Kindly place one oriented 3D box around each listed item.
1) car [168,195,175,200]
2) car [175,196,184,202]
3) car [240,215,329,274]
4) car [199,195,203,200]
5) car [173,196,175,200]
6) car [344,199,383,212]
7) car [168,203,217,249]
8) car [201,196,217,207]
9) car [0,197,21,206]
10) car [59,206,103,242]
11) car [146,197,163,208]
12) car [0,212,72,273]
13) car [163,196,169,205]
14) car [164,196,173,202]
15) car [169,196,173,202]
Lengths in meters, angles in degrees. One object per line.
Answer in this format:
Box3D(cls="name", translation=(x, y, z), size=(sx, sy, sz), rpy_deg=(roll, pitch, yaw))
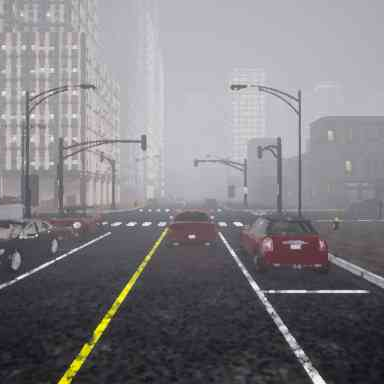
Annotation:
Box3D(cls="car", translation=(-5.690, 1.647, 92.891), size=(1.802, 1.307, 4.206), rpy_deg=(0, 0, 0))
Box3D(cls="car", translation=(-3.000, 1.634, 79.310), size=(1.895, 1.301, 4.718), rpy_deg=(0, 0, 0))
Box3D(cls="car", translation=(2.692, 1.440, 10.559), size=(1.967, 1.590, 4.097), rpy_deg=(0, 0, 0))
Box3D(cls="car", translation=(2.691, 1.607, 59.647), size=(1.802, 1.307, 4.206), rpy_deg=(0, 0, 0))
Box3D(cls="car", translation=(-5.690, 1.607, 76.269), size=(1.947, 1.339, 4.313), rpy_deg=(0, 0, 0))
Box3D(cls="car", translation=(18.944, 1.457, 36.502), size=(4.206, 1.307, 1.802), rpy_deg=(0, 0, -1))
Box3D(cls="car", translation=(0.000, 1.486, 14.650), size=(1.882, 1.535, 5.008), rpy_deg=(0, 0, 0))
Box3D(cls="car", translation=(2.692, 1.561, 48.565), size=(1.887, 1.381, 4.507), rpy_deg=(0, 0, 0))
Box3D(cls="car", translation=(-21.128, 1.458, 35.896), size=(5.009, 1.841, 2.192), rpy_deg=(0, 0, -1))
Box3D(cls="car", translation=(-5.689, 1.440, 16.097), size=(1.967, 1.590, 4.097), rpy_deg=(0, 0, 0))
Box3D(cls="car", translation=(-5.690, 1.598, 48.565), size=(1.802, 1.307, 4.206), rpy_deg=(0, 0, 0))
Box3D(cls="car", translation=(-5.690, 1.550, 10.559), size=(2.008, 1.369, 4.403), rpy_deg=(0, 0, 0))
Box3D(cls="car", translation=(-5.690, 1.550, 59.477), size=(1.752, 1.417, 4.829), rpy_deg=(0, 0, 0))
Box3D(cls="car", translation=(-5.690, 1.614, 81.810), size=(1.947, 1.339, 4.313), rpy_deg=(0, 0, 0))
Box3D(cls="car", translation=(-5.689, 1.586, 70.728), size=(2.008, 1.369, 4.403), rpy_deg=(0, 0, 0))
